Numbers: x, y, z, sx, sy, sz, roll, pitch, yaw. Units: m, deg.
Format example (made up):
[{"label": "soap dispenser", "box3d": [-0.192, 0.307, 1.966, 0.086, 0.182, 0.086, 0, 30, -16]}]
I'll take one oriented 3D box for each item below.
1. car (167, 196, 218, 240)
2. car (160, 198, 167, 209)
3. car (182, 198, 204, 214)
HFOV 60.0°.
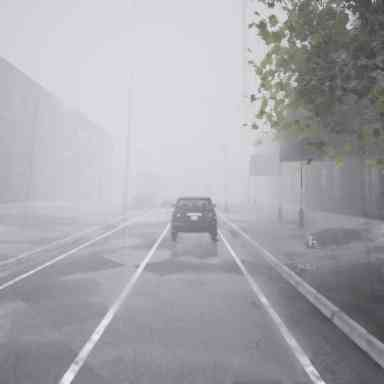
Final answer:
[{"label": "car", "box3d": [0.099, 1.205, 17.081, 2.150, 2.045, 5.566, 0, 0, 0]}, {"label": "car", "box3d": [-3.085, 1.515, 44.212, 1.994, 1.385, 4.181, 0, 0, 0]}, {"label": "car", "box3d": [0.098, 1.439, 35.331, 2.128, 1.511, 4.902, 0, 0, 0]}]
